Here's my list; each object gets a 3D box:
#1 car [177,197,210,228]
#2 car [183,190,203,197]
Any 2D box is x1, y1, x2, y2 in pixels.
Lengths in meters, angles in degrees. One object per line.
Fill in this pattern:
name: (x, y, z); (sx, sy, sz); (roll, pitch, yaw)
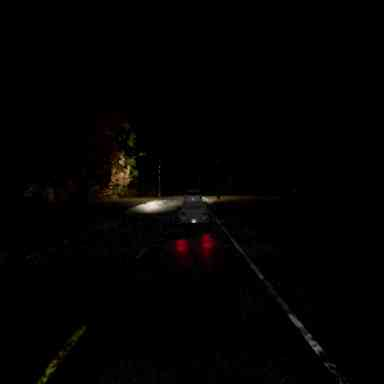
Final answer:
car: (0.100, 1.283, 19.782); (1.812, 1.442, 4.674); (0, 1, 0)
car: (0.094, 0.777, 38.849); (2.150, 2.045, 5.566); (0, 1, 0)
